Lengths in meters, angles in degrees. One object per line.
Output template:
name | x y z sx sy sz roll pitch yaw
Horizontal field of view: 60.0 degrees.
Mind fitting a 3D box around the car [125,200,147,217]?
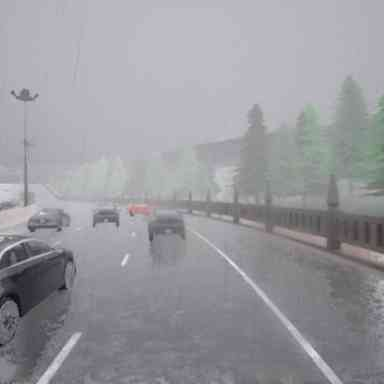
car | -5.903 1.621 35.837 2.097 1.767 4.553 -1 0 -19

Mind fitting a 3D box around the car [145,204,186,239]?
car | -1.469 1.626 18.101 1.837 1.490 4.892 0 0 -8

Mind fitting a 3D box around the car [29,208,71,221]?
car | -9.177 1.767 21.704 2.033 1.411 5.357 0 0 -12

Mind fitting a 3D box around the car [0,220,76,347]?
car | -3.725 1.567 6.352 2.128 1.511 4.902 -1 0 -3

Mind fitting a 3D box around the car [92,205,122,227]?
car | -6.424 1.716 25.056 1.837 1.490 4.892 0 0 -13
